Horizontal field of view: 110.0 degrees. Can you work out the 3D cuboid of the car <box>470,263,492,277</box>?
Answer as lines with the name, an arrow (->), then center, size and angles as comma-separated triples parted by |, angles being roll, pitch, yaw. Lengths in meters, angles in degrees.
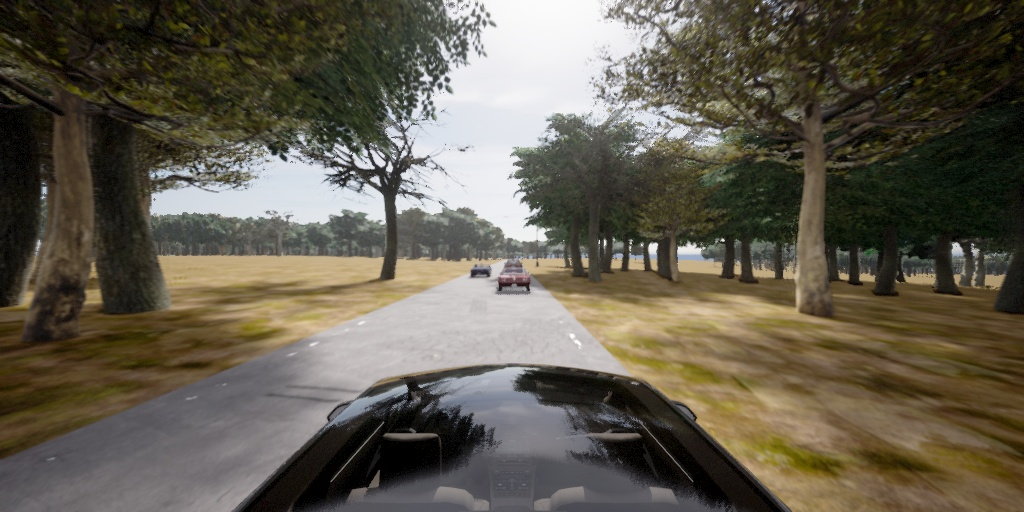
car -> -2.955, 1.364, 34.941 | 1.895, 1.301, 4.718 | 0, 0, 0

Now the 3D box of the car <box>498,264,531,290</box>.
car -> 0.129, 1.353, 22.121 | 1.895, 1.301, 4.718 | 0, 0, 0

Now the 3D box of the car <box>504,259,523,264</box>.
car -> 0.153, 1.121, 39.963 | 2.097, 1.767, 4.553 | 0, 0, 0
